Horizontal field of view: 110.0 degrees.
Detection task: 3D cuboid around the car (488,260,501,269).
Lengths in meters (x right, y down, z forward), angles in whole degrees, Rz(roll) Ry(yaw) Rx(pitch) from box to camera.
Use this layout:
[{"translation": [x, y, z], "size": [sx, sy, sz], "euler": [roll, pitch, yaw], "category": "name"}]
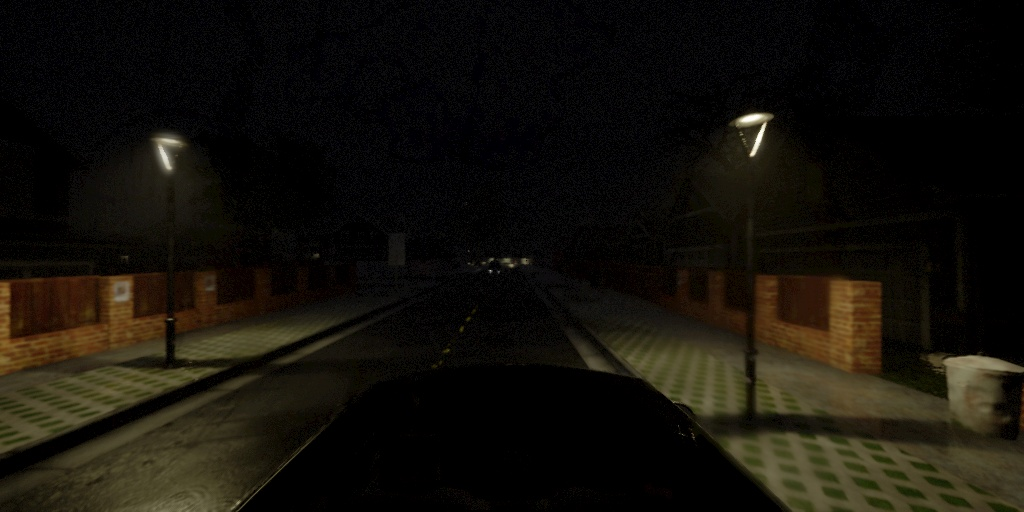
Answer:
[{"translation": [-2.690, 1.337, 56.590], "size": [2.033, 1.411, 5.357], "euler": [0, 0, -1], "category": "car"}]
